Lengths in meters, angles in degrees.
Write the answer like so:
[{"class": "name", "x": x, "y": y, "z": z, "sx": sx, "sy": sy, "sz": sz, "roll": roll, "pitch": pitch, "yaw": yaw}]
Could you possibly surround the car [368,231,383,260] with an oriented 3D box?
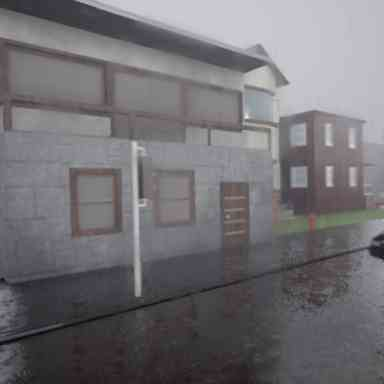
[{"class": "car", "x": 7.570, "y": 1.280, "z": 10.268, "sx": 5.357, "sy": 1.411, "sz": 2.033, "roll": -2, "pitch": 1, "yaw": -37}]
